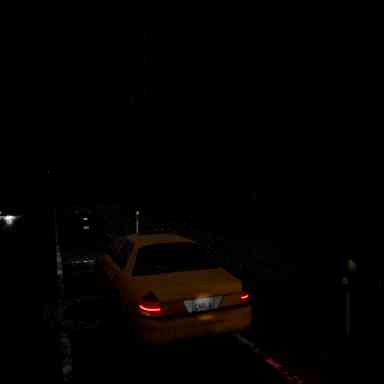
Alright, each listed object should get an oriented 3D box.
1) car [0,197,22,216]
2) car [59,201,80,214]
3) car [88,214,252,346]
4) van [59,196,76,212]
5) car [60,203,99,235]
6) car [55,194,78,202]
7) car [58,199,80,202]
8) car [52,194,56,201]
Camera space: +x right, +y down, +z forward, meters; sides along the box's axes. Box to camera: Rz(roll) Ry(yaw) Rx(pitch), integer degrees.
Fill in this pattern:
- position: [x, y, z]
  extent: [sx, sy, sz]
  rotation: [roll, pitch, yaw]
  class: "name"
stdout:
- position: [-18.559, 1.547, 33.063]
  extent: [2.033, 1.411, 5.357]
  rotation: [0, 0, -22]
  class: "car"
- position: [-8.260, 1.551, 23.771]
  extent: [2.008, 1.369, 4.403]
  rotation: [0, 0, -23]
  class: "car"
- position: [-0.841, 1.457, 6.743]
  extent: [1.801, 1.575, 5.366]
  rotation: [0, 0, -23]
  class: "car"
- position: [-14.640, 1.341, 39.064]
  extent: [1.690, 1.788, 3.998]
  rotation: [0, 0, -23]
  class: "van"
- position: [-6.134, 1.551, 18.673]
  extent: [2.008, 1.369, 4.403]
  rotation: [0, 0, -23]
  class: "car"
- position: [-12.514, 1.315, 33.967]
  extent: [2.192, 1.841, 5.009]
  rotation: [0, 0, -23]
  class: "car"
- position: [-10.387, 1.566, 28.868]
  extent: [1.947, 1.339, 4.313]
  rotation: [0, 0, -23]
  class: "car"
- position: [-31.802, 1.466, 79.461]
  extent: [1.967, 1.590, 4.097]
  rotation: [0, 0, -24]
  class: "car"
